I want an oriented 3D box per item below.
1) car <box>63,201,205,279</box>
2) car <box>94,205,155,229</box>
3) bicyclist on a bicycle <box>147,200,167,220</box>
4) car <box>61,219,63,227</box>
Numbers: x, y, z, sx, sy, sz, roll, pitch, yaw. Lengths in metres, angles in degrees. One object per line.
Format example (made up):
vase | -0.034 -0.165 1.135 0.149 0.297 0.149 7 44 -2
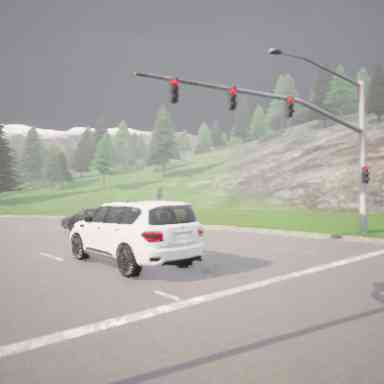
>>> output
car | -1.982 1.305 10.746 2.150 2.045 5.566 0 0 -41
car | -4.956 1.715 24.030 4.674 1.442 1.812 -1 0 42
bicyclist on a bicycle | -2.921 1.487 27.762 0.582 1.620 1.656 -1 0 42
car | -6.008 1.730 20.393 5.357 1.411 2.033 -1 0 43
